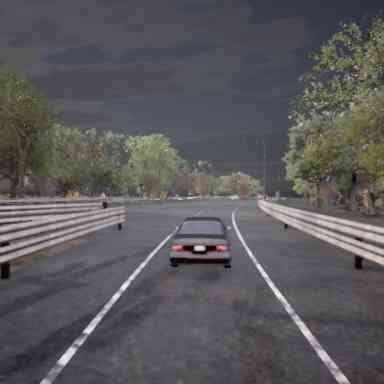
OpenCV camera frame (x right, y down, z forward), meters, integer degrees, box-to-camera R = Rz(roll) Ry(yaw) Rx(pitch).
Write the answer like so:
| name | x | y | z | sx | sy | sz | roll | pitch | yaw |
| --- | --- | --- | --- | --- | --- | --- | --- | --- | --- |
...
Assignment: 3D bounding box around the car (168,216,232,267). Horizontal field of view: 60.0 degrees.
| name | x | y | z | sx | sy | sz | roll | pitch | yaw |
| --- | --- | --- | --- | --- | --- | --- | --- | --- | --- |
| car | 0.355 | 1.528 | 11.273 | 2.033 | 1.411 | 5.357 | 0 | 0 | 4 |
